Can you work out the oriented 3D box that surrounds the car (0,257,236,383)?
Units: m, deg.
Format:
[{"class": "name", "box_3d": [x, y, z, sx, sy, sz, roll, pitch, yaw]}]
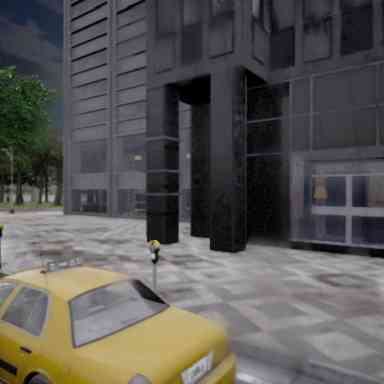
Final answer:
[{"class": "car", "box_3d": [-1.828, 1.522, 4.268, 4.829, 1.417, 1.752, 0, 0, 36]}]
